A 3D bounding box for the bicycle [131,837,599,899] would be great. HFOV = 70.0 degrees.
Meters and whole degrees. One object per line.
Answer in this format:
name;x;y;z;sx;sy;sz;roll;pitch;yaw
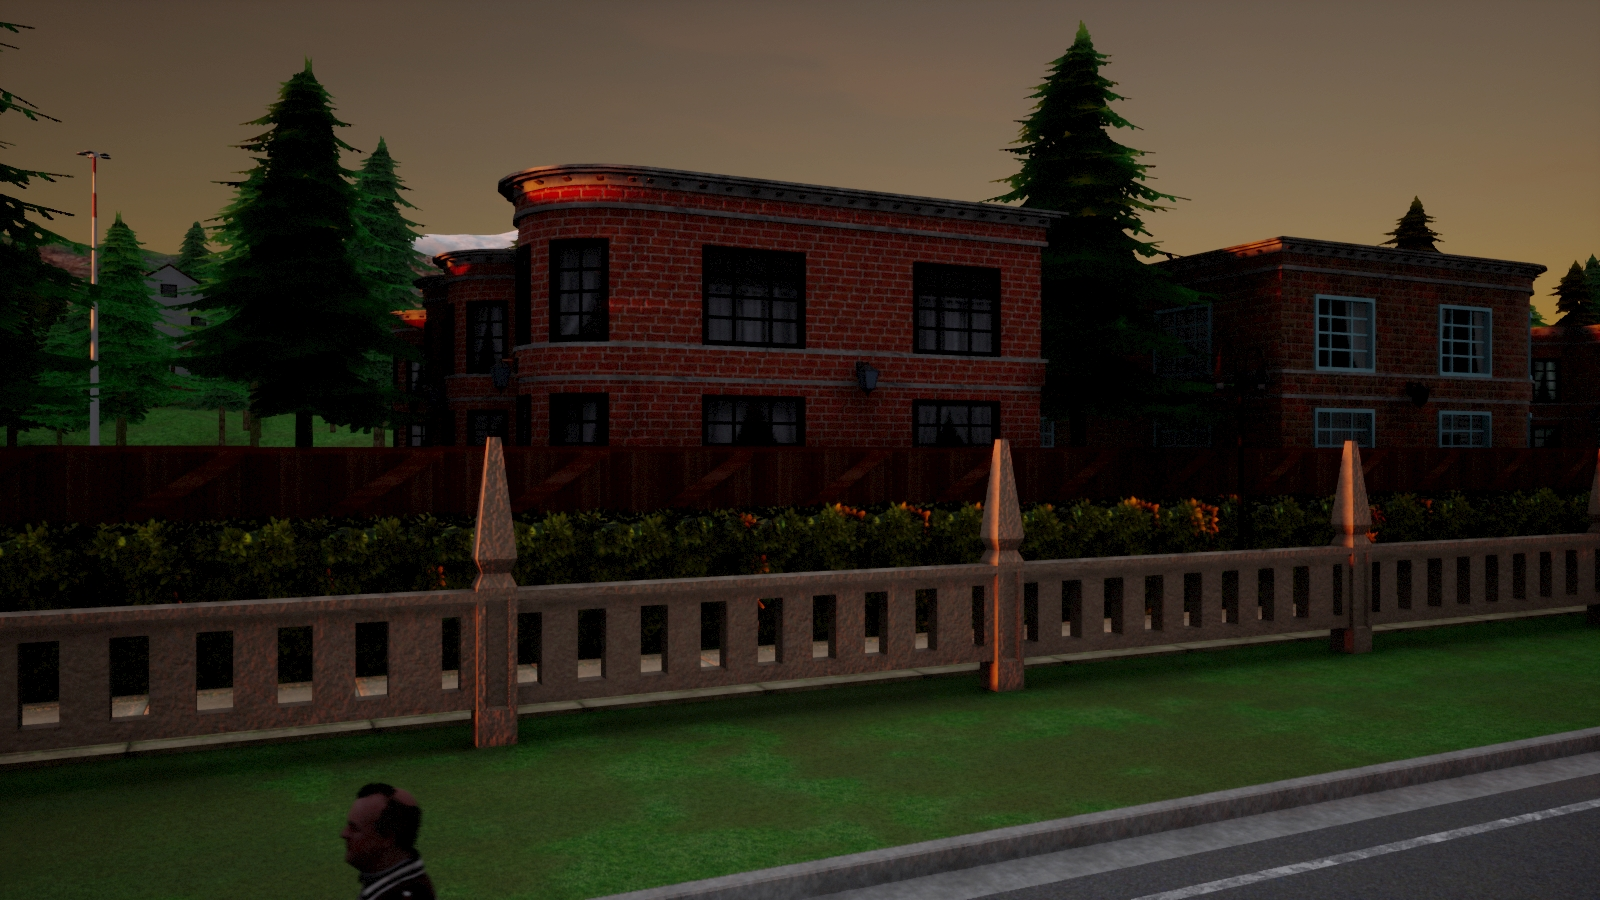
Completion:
bicycle;-1.541;2.060;3.377;1.835;1.471;0.329;0;0;-25
